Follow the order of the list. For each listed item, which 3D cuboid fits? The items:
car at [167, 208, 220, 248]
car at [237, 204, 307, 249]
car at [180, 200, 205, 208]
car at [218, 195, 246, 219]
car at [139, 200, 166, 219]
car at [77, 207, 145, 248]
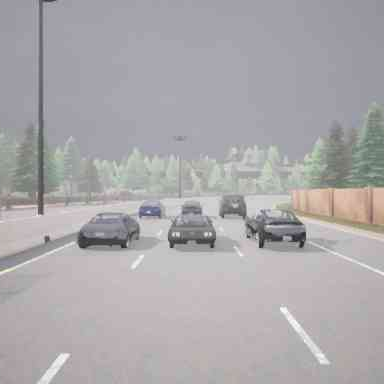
[{"bbox_3d":[0.000,1.616,14.680,1.895,1.301,4.718,0,0,0],"label":"car"},{"bbox_3d":[3.500,1.495,14.650,2.128,1.511,4.902,0,0,0],"label":"car"},{"bbox_3d":[0.027,1.516,29.437,1.837,1.490,4.892,0,0,1],"label":"car"},{"bbox_3d":[3.527,1.258,29.382,2.150,2.045,5.566,0,0,1],"label":"car"},{"bbox_3d":[-3.472,1.485,29.522,1.882,1.535,5.008,0,0,1],"label":"car"},{"bbox_3d":[-3.500,1.572,14.650,1.994,1.385,4.181,0,0,0],"label":"car"}]
